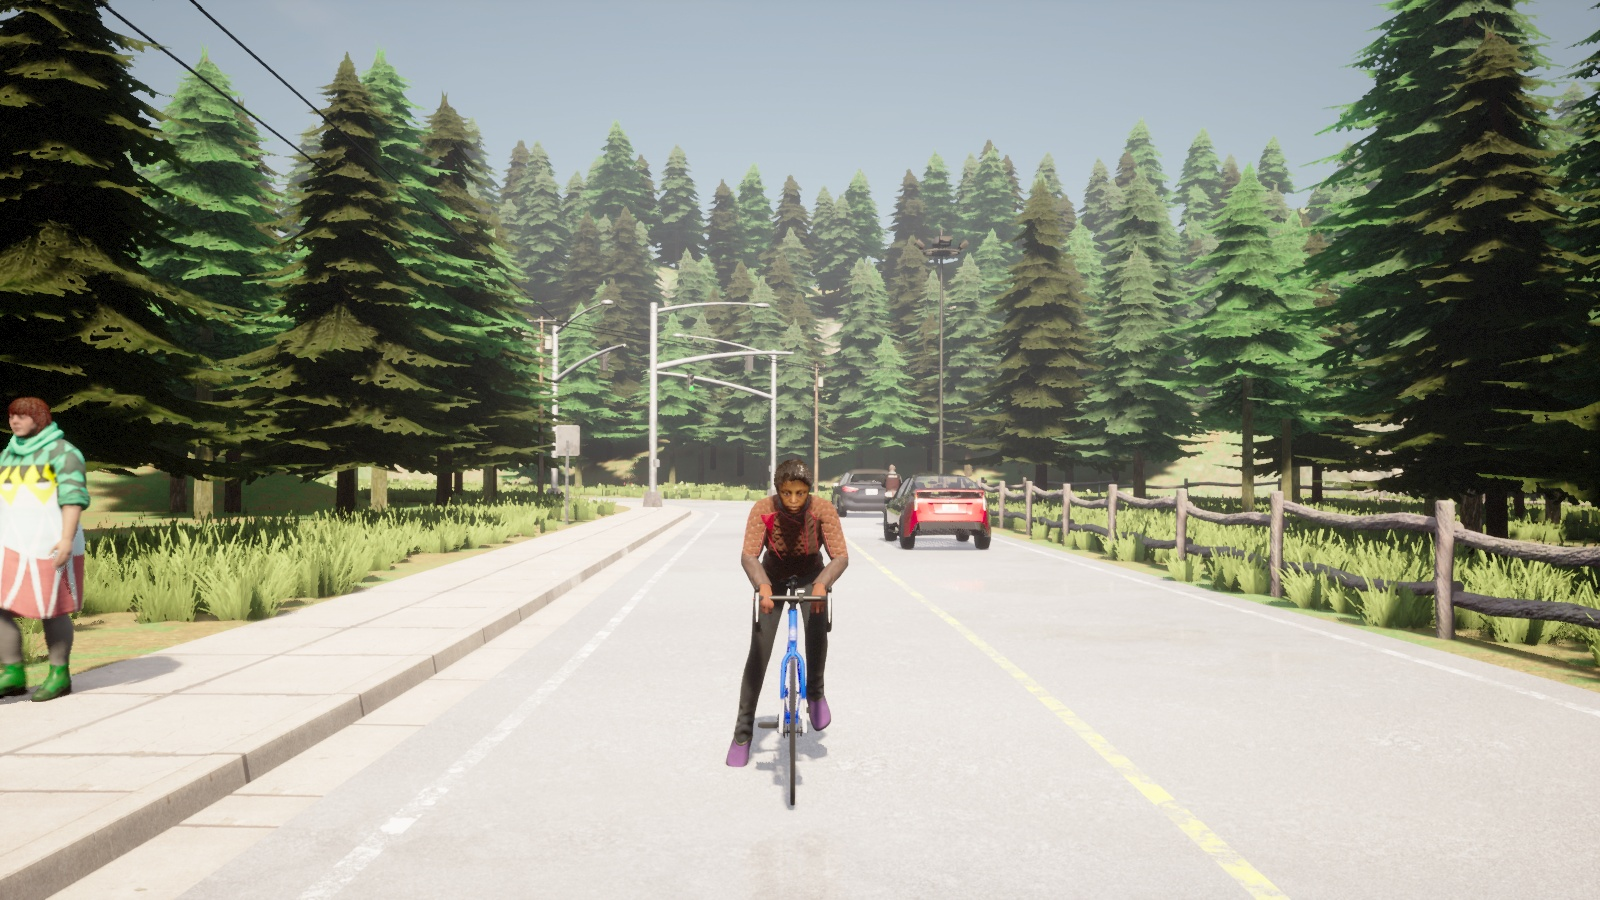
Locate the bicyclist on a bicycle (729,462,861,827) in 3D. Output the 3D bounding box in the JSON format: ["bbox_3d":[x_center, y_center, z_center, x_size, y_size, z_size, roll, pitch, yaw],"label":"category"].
[{"bbox_3d":[-0.030,0.875,6.417,0.582,1.620,1.656,0,-1,-1],"label":"bicyclist on a bicycle"}]

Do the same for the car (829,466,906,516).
[{"bbox_3d":[2.318,1.405,44.554,2.242,1.667,4.611,0,-1,-3],"label":"car"}]

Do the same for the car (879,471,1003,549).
[{"bbox_3d":[2.901,1.207,26.798,2.007,1.525,4.514,0,-1,-2],"label":"car"}]

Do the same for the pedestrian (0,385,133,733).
[{"bbox_3d":[-4.630,0.620,7.555,0.659,1.952,0.873,0,-1,15],"label":"pedestrian"}]
